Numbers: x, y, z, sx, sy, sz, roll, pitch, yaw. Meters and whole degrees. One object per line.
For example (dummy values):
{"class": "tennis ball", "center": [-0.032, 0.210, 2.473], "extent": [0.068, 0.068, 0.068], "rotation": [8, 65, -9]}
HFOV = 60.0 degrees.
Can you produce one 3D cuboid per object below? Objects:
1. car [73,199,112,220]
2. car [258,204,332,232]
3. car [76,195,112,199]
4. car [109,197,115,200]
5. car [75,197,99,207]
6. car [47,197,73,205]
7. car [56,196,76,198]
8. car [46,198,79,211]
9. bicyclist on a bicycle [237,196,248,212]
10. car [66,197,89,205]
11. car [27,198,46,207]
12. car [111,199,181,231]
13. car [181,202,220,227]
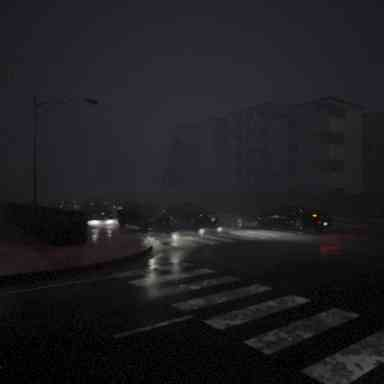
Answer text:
{"class": "car", "center": [-8.244, 1.550, 28.148], "extent": [1.994, 1.385, 4.181], "rotation": [0, 0, -35]}
{"class": "car", "center": [6.085, 1.479, 20.319], "extent": [1.837, 1.490, 4.892], "rotation": [2, -1, -30]}
{"class": "car", "center": [-11.425, 1.333, 38.607], "extent": [2.097, 1.767, 4.553], "rotation": [0, 0, -36]}
{"class": "car", "center": [-5.572, 1.486, 30.426], "extent": [1.837, 1.490, 4.892], "rotation": [0, 0, -35]}
{"class": "car", "center": [-16.129, 1.541, 50.857], "extent": [1.994, 1.385, 4.181], "rotation": [0, 0, -40]}
{"class": "car", "center": [-22.946, 1.580, 57.596], "extent": [4.718, 1.301, 1.895], "rotation": [0, 0, 34]}
{"class": "car", "center": [-18.581, 1.333, 48.292], "extent": [2.097, 1.767, 4.553], "rotation": [0, 0, -39]}
{"class": "car", "center": [-14.134, 1.587, 36.406], "extent": [1.895, 1.301, 4.718], "rotation": [0, 0, -36]}
{"class": "bicyclist on a bicycle", "center": [5.193, 1.264, 34.246], "extent": [1.656, 1.620, 0.582], "rotation": [0, 0, -35]}
{"class": "car", "center": [-20.726, 1.538, 60.309], "extent": [4.181, 1.385, 1.994], "rotation": [0, 0, 38]}
{"class": "car", "center": [-21.727, 1.552, 46.652], "extent": [1.994, 1.385, 4.181], "rotation": [0, 0, -40]}
{"class": "car", "center": [-3.028, 1.464, 20.818], "extent": [1.882, 1.535, 5.008], "rotation": [0, 0, -35]}
{"class": "car", "center": [-0.148, 1.472, 22.894], "extent": [2.128, 1.511, 4.902], "rotation": [0, 0, -37]}
